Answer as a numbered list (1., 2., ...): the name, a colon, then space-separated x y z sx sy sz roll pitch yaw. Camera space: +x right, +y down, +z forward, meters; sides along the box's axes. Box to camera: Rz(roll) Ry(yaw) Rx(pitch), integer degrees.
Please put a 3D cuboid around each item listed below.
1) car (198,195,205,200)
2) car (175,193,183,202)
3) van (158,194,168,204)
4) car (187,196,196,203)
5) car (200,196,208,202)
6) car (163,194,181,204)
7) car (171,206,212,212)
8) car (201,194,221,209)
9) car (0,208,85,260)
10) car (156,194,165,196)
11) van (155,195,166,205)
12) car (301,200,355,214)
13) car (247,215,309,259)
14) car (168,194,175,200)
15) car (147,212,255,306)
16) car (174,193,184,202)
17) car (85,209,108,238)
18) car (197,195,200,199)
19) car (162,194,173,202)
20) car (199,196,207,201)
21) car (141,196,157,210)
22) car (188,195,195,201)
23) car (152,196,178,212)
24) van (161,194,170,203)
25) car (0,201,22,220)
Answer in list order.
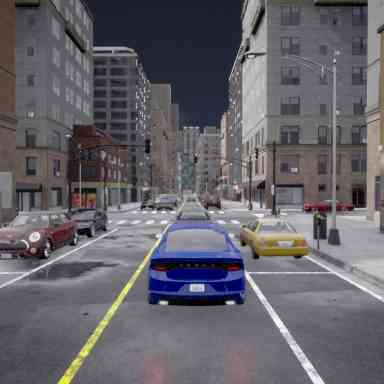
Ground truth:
1. car: 2.714 1.624 94.862 2.008 1.369 4.403 -1 0 0
2. car: -3.151 1.408 63.887 2.097 1.767 4.553 0 0 0
3. van: -5.783 1.399 66.920 1.690 1.788 3.998 -1 0 0
4. car: -0.115 1.580 74.019 2.128 1.511 4.902 0 0 0
5. car: 2.735 1.590 78.275 1.752 1.417 4.829 -1 0 0
6. car: -3.173 1.548 51.984 1.837 1.490 4.892 0 0 0
7. car: 0.073 1.606 17.489 1.895 1.301 4.718 0 0 0
8. car: 2.777 1.351 44.589 2.192 1.841 5.009 -1 0 0
9. car: -5.696 1.442 12.207 1.967 1.590 4.097 -1 0 0
10. car: -5.764 1.573 55.578 1.752 1.417 4.829 -1 0 0
11. van: -5.775 1.394 61.334 1.690 1.788 3.998 -1 0 0
12. car: 13.308 1.458 32.848 4.718 1.301 1.895 -1 1 -1
13. car: 2.829 1.527 12.391 1.752 1.417 4.829 -1 0 0
14. car: -5.825 1.513 94.849 1.967 1.590 4.097 -1 0 0
15. car: 0.084 1.478 8.126 1.882 1.535 5.008 0 0 0
16. car: -3.122 1.167 78.180 2.150 2.045 5.566 0 0 0
17. car: -5.704 1.571 17.703 1.947 1.339 4.313 -1 0 0
18. car: 2.747 1.372 66.933 2.192 1.841 5.009 -1 0 0
19. car: -5.801 1.380 78.092 2.192 1.841 5.009 -1 0 0
20. car: 2.728 1.634 83.691 1.947 1.339 4.313 -1 0 0
21. car: -5.746 1.602 44.577 1.947 1.339 4.313 -1 0 0
22. car: -0.131 1.538 84.471 1.895 1.301 4.718 0 0 0
23. car: -3.160 1.578 39.895 2.033 1.411 5.357 0 0 0
24. van: -5.792 1.403 72.506 1.690 1.788 3.998 -1 0 0
25. car: -18.073 1.665 29.486 5.008 1.535 1.882 -1 1 -1
